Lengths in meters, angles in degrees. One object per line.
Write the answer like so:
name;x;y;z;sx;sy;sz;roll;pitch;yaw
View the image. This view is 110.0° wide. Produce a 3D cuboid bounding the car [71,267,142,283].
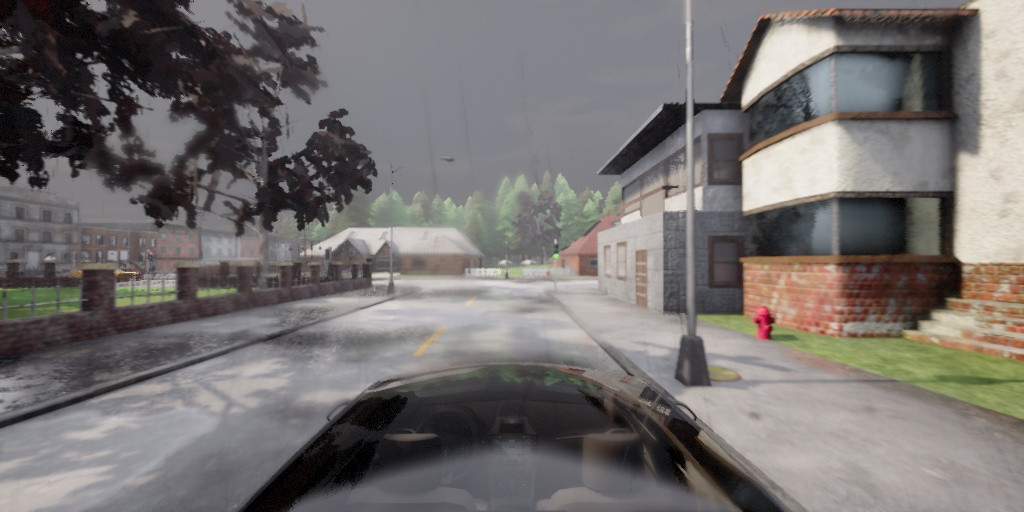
car;-35.951;1.643;31.875;5.008;1.535;1.882;0;-1;1
